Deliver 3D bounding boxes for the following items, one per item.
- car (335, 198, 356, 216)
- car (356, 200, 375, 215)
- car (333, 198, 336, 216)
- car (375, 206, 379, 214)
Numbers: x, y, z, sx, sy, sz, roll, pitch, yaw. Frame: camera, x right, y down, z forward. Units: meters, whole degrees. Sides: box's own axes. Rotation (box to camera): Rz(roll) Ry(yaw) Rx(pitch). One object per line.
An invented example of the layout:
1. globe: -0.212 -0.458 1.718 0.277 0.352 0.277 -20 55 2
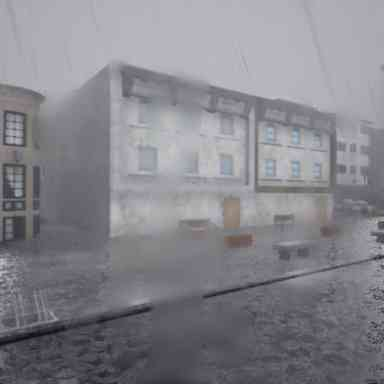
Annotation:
1. car: 13.528 1.395 32.664 1.905 1.878 3.866 0 0 -26
2. car: 15.916 1.516 34.655 2.242 1.667 4.611 0 0 -26
3. car: 11.332 1.553 31.594 1.845 1.501 3.633 0 0 -26
4. car: 18.234 1.599 36.486 1.816 1.474 4.193 0 0 -26
